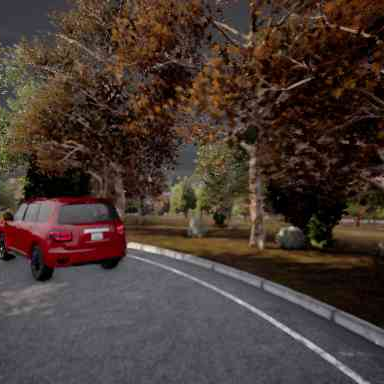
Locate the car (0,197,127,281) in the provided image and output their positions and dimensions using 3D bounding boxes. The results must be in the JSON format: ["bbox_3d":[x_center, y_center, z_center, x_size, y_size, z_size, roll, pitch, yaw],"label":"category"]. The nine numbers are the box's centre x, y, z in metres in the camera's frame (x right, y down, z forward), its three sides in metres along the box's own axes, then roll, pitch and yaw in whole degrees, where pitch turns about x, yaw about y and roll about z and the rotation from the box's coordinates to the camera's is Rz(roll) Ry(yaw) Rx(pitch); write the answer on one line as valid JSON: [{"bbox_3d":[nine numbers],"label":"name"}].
[{"bbox_3d":[-4.118,1.175,10.088,2.150,2.045,5.566,-1,1,-42],"label":"car"}]

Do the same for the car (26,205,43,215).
[{"bbox_3d":[-33.609,3.839,71.058,2.150,2.045,5.566,0,-4,-14],"label":"car"}]
